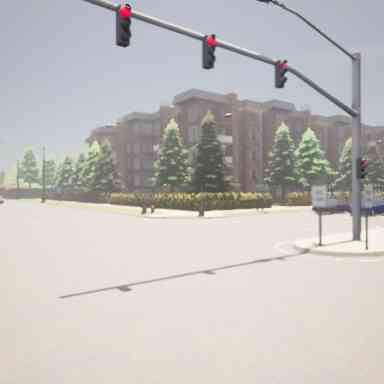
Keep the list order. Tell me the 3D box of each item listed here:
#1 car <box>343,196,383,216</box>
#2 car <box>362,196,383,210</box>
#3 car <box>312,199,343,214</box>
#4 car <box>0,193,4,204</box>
[{"bbox_3d":[16.003,1.288,29.718,5.008,1.535,1.882,0,0,-36],"label":"car"},{"bbox_3d":[21.876,1.227,38.362,5.008,1.535,1.882,0,0,-36],"label":"car"},{"bbox_3d":[14.027,1.358,32.610,5.357,1.411,2.033,0,0,-36],"label":"car"},{"bbox_3d":[-36.598,1.187,62.251,2.150,2.045,5.566,0,0,-36],"label":"car"}]
